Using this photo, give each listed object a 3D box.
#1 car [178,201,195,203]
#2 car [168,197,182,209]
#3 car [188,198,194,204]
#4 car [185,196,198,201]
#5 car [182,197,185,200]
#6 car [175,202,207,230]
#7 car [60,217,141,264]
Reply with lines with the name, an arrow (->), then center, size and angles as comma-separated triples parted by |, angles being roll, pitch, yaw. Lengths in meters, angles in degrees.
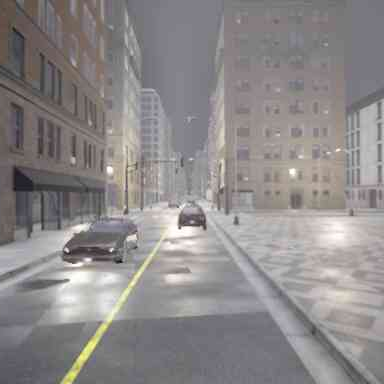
car -> 0.032, 1.919, 33.454 | 2.033, 1.411, 5.357 | 0, -1, 5
car -> -3.212, 2.131, 59.063 | 1.882, 1.535, 5.008 | 0, 0, 0
car -> -0.226, 2.509, 95.362 | 1.837, 1.490, 4.892 | 0, -1, 0
car -> -0.202, 2.298, 85.310 | 2.097, 1.767, 4.553 | 0, -1, 0
car -> -3.178, 2.369, 74.945 | 2.033, 1.411, 5.357 | 0, -1, 0
car -> 0.020, 1.735, 23.109 | 1.882, 1.535, 5.008 | 0, -1, 0
car -> -3.128, 1.690, 12.651 | 2.033, 1.411, 5.357 | 0, -1, 0
